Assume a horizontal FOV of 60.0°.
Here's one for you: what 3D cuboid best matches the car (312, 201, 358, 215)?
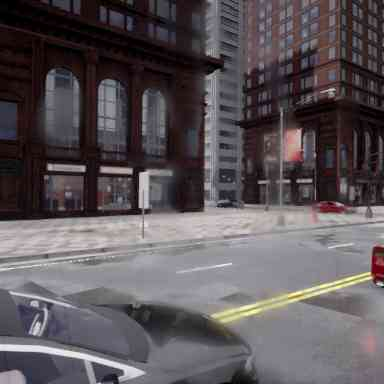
[{"bbox_3d":[14.904,1.690,34.970,1.812,1.442,4.674,1,-1,-37],"label":"car"}]

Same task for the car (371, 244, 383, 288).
[{"bbox_3d":[6.209,1.488,7.867,5.008,1.535,1.882,0,0,-35],"label":"car"}]

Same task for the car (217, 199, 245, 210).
[{"bbox_3d":[5.576,1.762,47.986,1.812,1.442,4.674,1,-1,-35],"label":"car"}]

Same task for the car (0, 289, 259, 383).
[{"bbox_3d":[-1.617,1.491,2.292,4.902,1.511,2.128,0,0,-35],"label":"car"}]
